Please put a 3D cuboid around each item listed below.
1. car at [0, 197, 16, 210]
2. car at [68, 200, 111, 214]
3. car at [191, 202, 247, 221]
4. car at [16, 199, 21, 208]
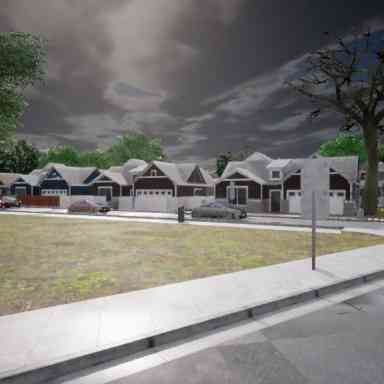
[{"bbox_3d":[-23.330,1.401,38.953,4.718,1.301,1.895,0,0,28],"label":"car"},{"bbox_3d":[-9.873,1.420,31.870,4.181,1.385,1.994,0,0,27],"label":"car"},{"bbox_3d":[2.036,1.473,25.347,4.181,1.385,1.994,0,0,29],"label":"car"},{"bbox_3d":[-23.763,1.328,42.416,4.674,1.442,1.812,0,0,28],"label":"car"}]
